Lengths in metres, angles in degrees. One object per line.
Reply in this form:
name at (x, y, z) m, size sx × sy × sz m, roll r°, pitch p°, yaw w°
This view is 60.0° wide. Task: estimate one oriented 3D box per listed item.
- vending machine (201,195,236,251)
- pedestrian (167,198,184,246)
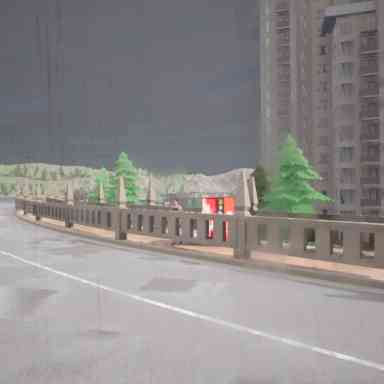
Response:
vending machine at (1.055, 1.186, 13.218) m, size 0.880 × 2.100 × 1.100 m, roll -1°, pitch 0°, yaw 41°
pedestrian at (-0.606, 1.132, 12.844) m, size 0.375 × 1.860 × 0.375 m, roll -1°, pitch -1°, yaw 42°
